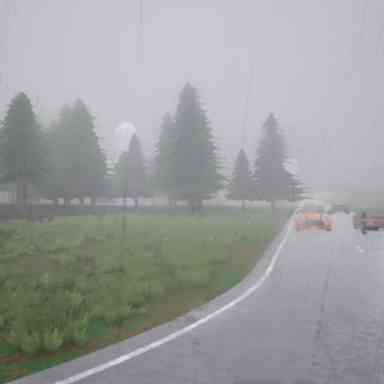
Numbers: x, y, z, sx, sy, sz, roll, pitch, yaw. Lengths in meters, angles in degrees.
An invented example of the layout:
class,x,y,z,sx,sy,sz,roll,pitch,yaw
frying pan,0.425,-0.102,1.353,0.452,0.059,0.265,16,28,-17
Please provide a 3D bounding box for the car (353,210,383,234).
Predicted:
class,x,y,z,sx,sy,sz,roll,pitch,yaw
car,10.931,1.758,19.987,1.895,1.301,4.718,-2,-1,19

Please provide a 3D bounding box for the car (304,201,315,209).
class,x,y,z,sx,sy,sz,roll,pitch,yaw
car,21.410,2.346,60.569,1.895,1.301,4.718,-2,-1,19

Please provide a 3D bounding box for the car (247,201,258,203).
class,x,y,z,sx,sy,sz,roll,pitch,yaw
car,15.764,2.670,87.183,1.905,1.878,3.866,-1,-1,-12

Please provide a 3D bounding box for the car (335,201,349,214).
class,x,y,z,sx,sy,sz,roll,pitch,yaw
car,18.195,1.922,41.099,1.837,1.490,4.892,-2,-1,19

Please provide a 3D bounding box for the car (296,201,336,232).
class,x,y,z,sx,sy,sz,roll,pitch,yaw
car,8.060,1.627,22.156,2.097,1.767,4.553,-2,-1,19
